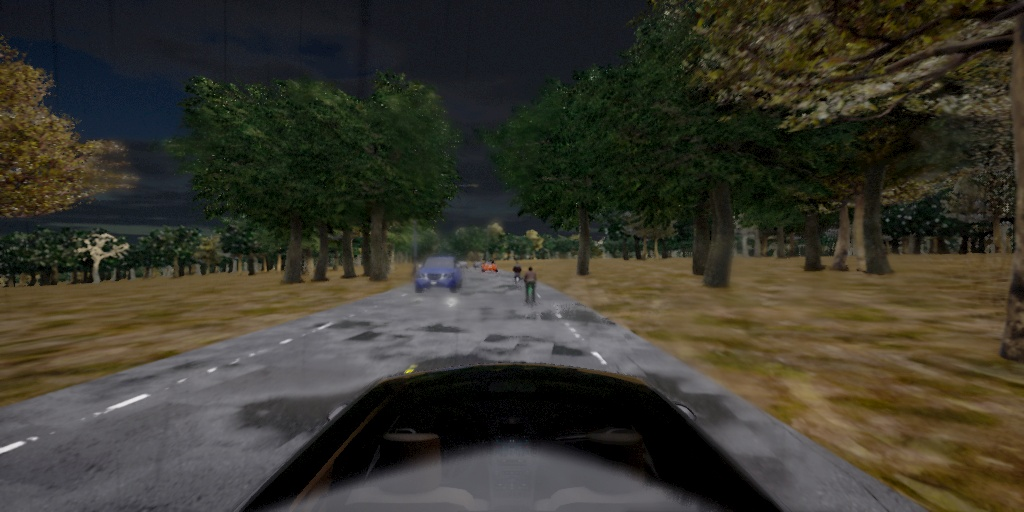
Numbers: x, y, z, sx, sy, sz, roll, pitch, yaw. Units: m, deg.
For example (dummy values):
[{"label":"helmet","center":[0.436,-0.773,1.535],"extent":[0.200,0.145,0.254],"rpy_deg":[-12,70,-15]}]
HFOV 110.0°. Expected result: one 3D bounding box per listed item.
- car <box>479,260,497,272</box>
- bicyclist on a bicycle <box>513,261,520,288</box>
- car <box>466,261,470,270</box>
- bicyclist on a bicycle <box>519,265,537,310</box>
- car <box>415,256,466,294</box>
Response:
[{"label":"car","center":[-3.384,1.433,52.971],"extent":[2.097,1.767,4.553],"rpy_deg":[0,-1,-7]},{"label":"bicyclist on a bicycle","center":[0.335,1.194,22.664],"extent":[0.659,1.776,1.843],"rpy_deg":[0,0,-3]},{"label":"car","center":[-8.346,1.654,62.105],"extent":[1.882,1.535,5.008],"rpy_deg":[0,-1,-8]},{"label":"bicyclist on a bicycle","center":[0.725,1.233,13.786],"extent":[0.582,1.620,1.656],"rpy_deg":[0,-1,-2]},{"label":"car","center":[-4.155,1.038,21.151],"extent":[2.150,2.045,5.566],"rpy_deg":[0,0,-3]}]
